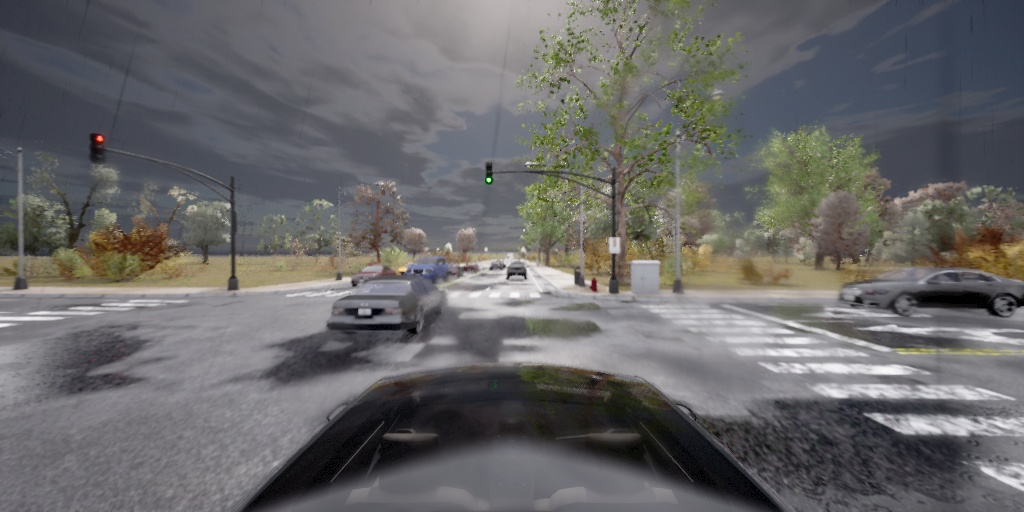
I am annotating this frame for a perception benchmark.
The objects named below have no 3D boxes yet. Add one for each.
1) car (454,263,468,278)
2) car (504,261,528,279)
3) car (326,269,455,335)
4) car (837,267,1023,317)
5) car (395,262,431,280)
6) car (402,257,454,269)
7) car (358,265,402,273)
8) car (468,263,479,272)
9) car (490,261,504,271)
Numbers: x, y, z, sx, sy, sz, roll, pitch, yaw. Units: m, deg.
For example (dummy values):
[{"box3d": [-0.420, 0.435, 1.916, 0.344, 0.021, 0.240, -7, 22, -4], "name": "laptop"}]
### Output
[{"box3d": [-6.135, 1.462, 36.893, 1.994, 1.385, 4.181, 0, 0, 1], "name": "car"}, {"box3d": [0.478, 1.387, 34.172, 1.837, 1.490, 4.892, 0, 0, 1], "name": "car"}, {"box3d": [-3.181, 1.254, 10.266, 2.033, 1.411, 5.357, 0, 0, 0], "name": "car"}, {"box3d": [13.823, 1.137, 11.986, 4.902, 1.511, 2.128, 0, 0, 3], "name": "car"}, {"box3d": [-9.443, 1.361, 34.643, 1.882, 1.535, 5.008, 0, 0, 2], "name": "car"}, {"box3d": [-6.317, 1.061, 27.477, 2.150, 2.045, 5.566, 0, 0, 4], "name": "car"}, {"box3d": [-9.647, 1.352, 25.454, 1.812, 1.442, 4.674, 0, 0, 2], "name": "car"}, {"box3d": [-5.797, 1.580, 50.427, 1.895, 1.301, 4.718, 0, 0, 2], "name": "car"}, {"box3d": [-2.405, 1.535, 55.575, 1.812, 1.442, 4.674, 0, 0, 1], "name": "car"}]
